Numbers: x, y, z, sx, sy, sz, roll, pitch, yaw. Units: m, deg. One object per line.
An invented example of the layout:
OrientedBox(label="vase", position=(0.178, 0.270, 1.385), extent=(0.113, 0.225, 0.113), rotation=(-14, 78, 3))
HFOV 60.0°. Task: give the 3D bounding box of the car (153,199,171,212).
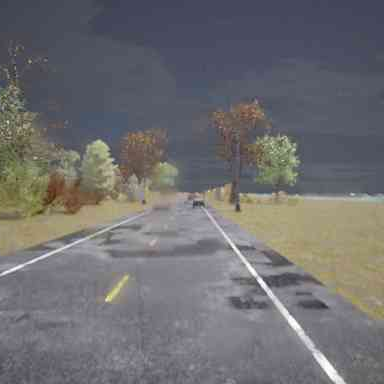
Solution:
OrientedBox(label="car", position=(-3.589, 1.600, 40.159), extent=(1.882, 1.535, 5.008), rotation=(0, 0, 0))

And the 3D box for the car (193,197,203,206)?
OrientedBox(label="car", position=(1.057, 1.706, 61.810), extent=(1.812, 1.442, 4.674), rotation=(0, 0, 0))

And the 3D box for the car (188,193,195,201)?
OrientedBox(label="car", position=(0.060, 1.319, 85.195), extent=(2.150, 2.045, 5.566), rotation=(0, 0, 0))

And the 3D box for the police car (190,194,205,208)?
OrientedBox(label="police car", position=(1.047, 1.580, 51.926), extent=(1.930, 1.638, 5.238), rotation=(0, 0, 0))

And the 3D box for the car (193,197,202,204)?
OrientedBox(label="car", position=(1.070, 1.701, 67.809), extent=(1.837, 1.490, 4.892), rotation=(0, 0, 0))
